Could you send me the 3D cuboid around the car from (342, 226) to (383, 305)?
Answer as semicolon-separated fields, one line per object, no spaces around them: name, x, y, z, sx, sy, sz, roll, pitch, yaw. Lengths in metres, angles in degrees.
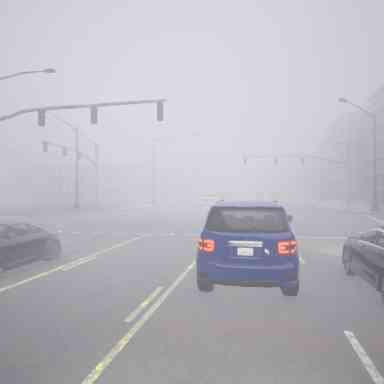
car;4.784;1.492;7.407;2.128;1.511;4.902;0;0;11

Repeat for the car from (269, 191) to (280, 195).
car;18.773;0.881;74.973;2.128;1.511;4.902;0;1;11

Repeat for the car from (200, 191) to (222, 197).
car;2.515;1.079;47.481;2.150;2.045;5.566;0;1;11

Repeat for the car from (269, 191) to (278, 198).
car;20.757;0.552;84.975;2.097;1.767;4.553;0;1;11

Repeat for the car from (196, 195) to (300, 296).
car;1.517;1.221;8.930;2.150;2.045;5.566;0;0;11

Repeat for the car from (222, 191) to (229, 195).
car;4.547;0.926;57.667;2.150;2.045;5.566;0;1;11

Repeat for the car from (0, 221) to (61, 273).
car;-5.661;1.564;9.577;1.994;1.385;4.181;0;0;11

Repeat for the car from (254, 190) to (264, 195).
car;15.302;0.904;75.471;1.994;1.385;4.181;0;1;11
